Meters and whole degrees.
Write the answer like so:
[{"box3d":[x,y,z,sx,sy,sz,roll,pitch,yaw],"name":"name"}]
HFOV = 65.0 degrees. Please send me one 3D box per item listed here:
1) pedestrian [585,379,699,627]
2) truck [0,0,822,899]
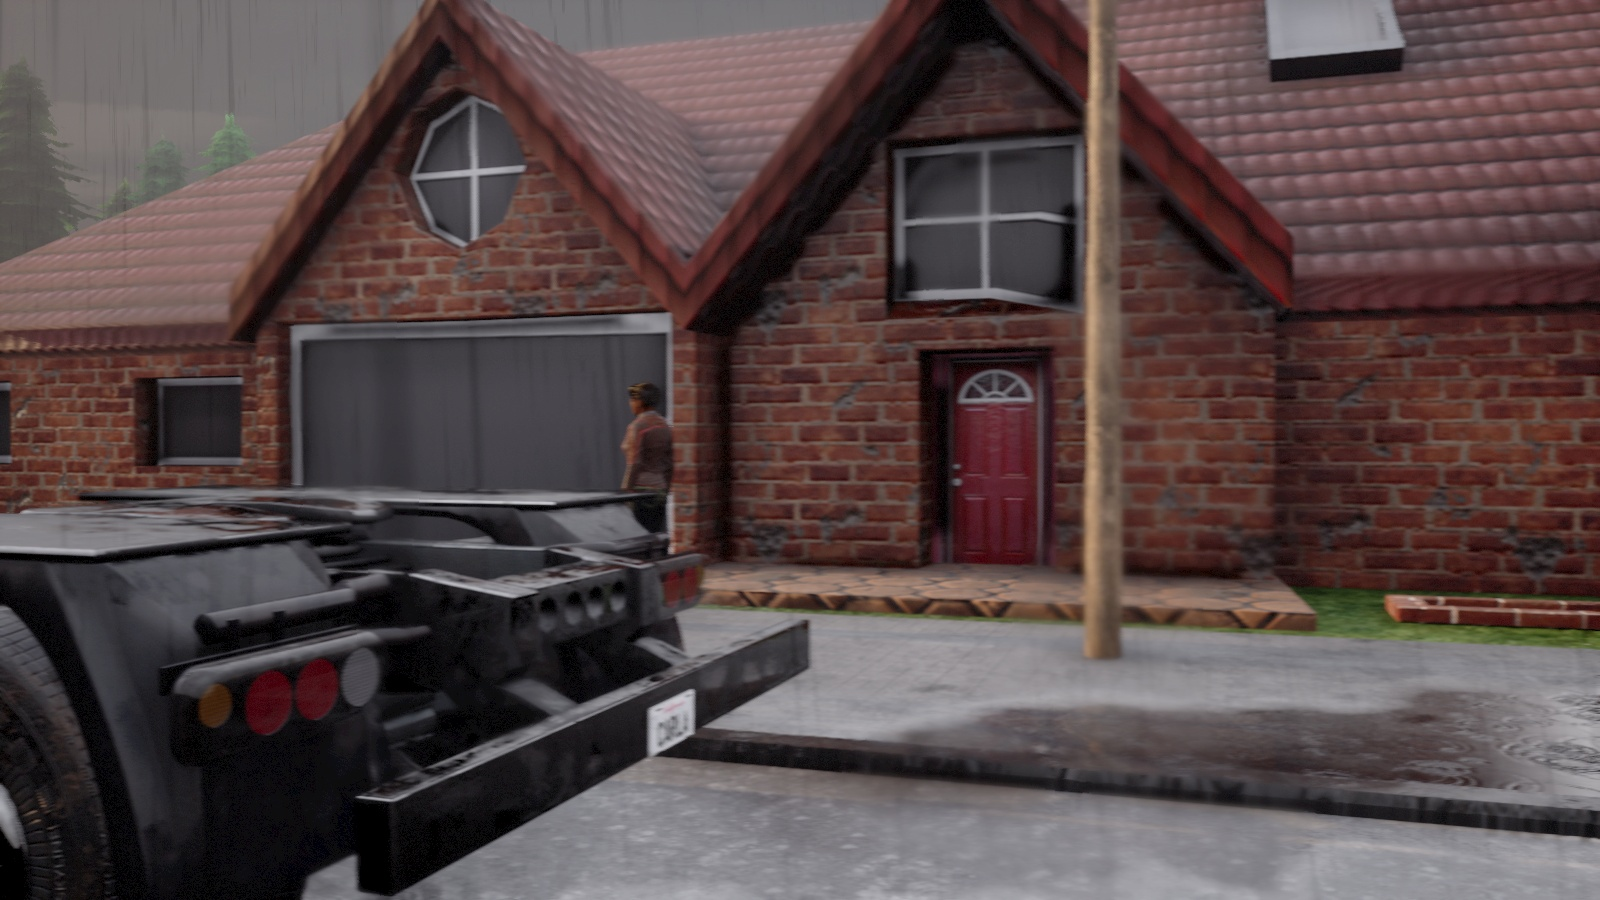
[{"box3d":[-1.205,0.379,9.513,0.869,1.805,0.328,1,1,37],"name":"pedestrian"},{"box3d":[-4.142,-0.252,5.087,7.936,3.462,2.891,1,1,20],"name":"truck"}]
